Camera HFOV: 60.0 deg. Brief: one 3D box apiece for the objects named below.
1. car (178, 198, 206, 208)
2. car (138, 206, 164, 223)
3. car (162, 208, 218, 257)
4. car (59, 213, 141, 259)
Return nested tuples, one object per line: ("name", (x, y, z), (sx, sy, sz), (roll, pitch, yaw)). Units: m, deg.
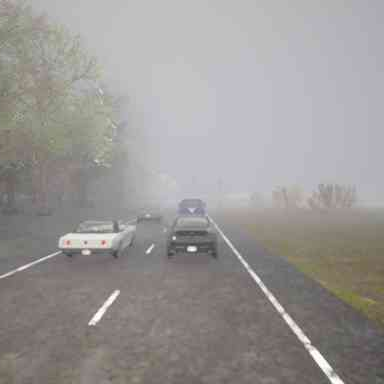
("car", (0.007, 1.514, 27.589), (2.150, 2.045, 5.566), (0, 0, 0))
("car", (-3.482, 1.862, 28.462), (1.994, 1.385, 4.181), (0, 0, 1))
("car", (0.019, 1.650, 13.509), (1.837, 1.490, 4.892), (0, 0, 0))
("car", (-3.483, 1.741, 13.272), (1.895, 1.301, 4.718), (0, -1, 1))
